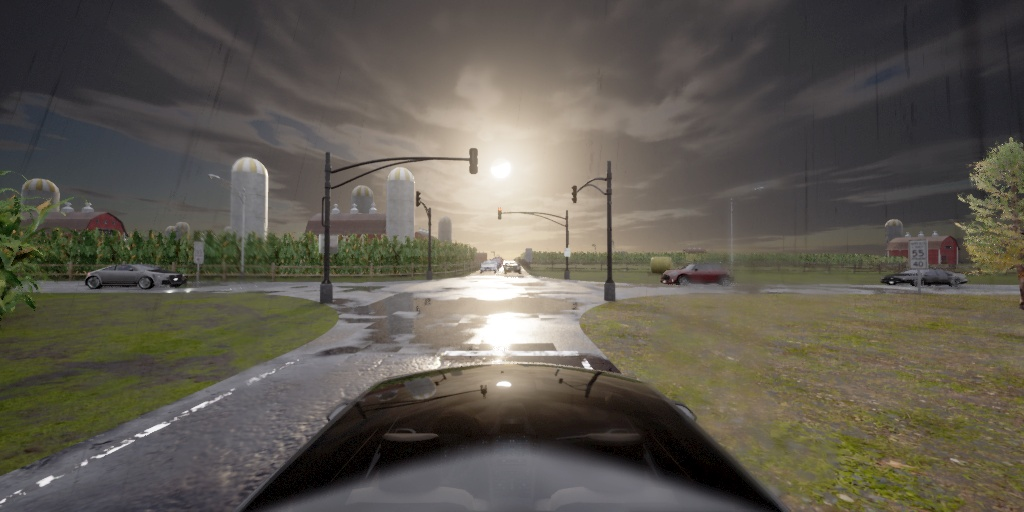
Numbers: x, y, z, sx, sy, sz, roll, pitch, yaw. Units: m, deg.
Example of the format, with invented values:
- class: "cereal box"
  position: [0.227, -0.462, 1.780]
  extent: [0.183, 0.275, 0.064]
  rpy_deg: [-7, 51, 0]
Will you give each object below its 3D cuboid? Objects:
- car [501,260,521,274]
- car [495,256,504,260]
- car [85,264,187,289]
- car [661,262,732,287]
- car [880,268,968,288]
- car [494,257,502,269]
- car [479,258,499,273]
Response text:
- class: "car"
  position: [0.044, 1.385, 40.831]
  extent: [1.895, 1.301, 4.718]
  rpy_deg: [0, 0, -1]
- class: "car"
  position: [-2.873, 1.301, 63.996]
  extent: [1.882, 1.535, 5.008]
  rpy_deg: [0, 0, 0]
- class: "car"
  position: [-20.968, 1.118, 20.125]
  extent: [4.181, 1.385, 1.994]
  rpy_deg: [0, -1, -3]
- class: "car"
  position: [13.249, 1.280, 26.004]
  extent: [4.553, 1.767, 2.097]
  rpy_deg: [1, -1, -4]
- class: "car"
  position: [31.326, 1.644, 27.299]
  extent: [5.357, 1.411, 2.033]
  rpy_deg: [1, -1, -4]
- class: "car"
  position: [-2.861, 1.329, 53.510]
  extent: [1.812, 1.442, 4.674]
  rpy_deg: [0, 0, 0]
- class: "car"
  position: [-2.807, 1.314, 43.480]
  extent: [1.812, 1.442, 4.674]
  rpy_deg: [0, 0, -1]
